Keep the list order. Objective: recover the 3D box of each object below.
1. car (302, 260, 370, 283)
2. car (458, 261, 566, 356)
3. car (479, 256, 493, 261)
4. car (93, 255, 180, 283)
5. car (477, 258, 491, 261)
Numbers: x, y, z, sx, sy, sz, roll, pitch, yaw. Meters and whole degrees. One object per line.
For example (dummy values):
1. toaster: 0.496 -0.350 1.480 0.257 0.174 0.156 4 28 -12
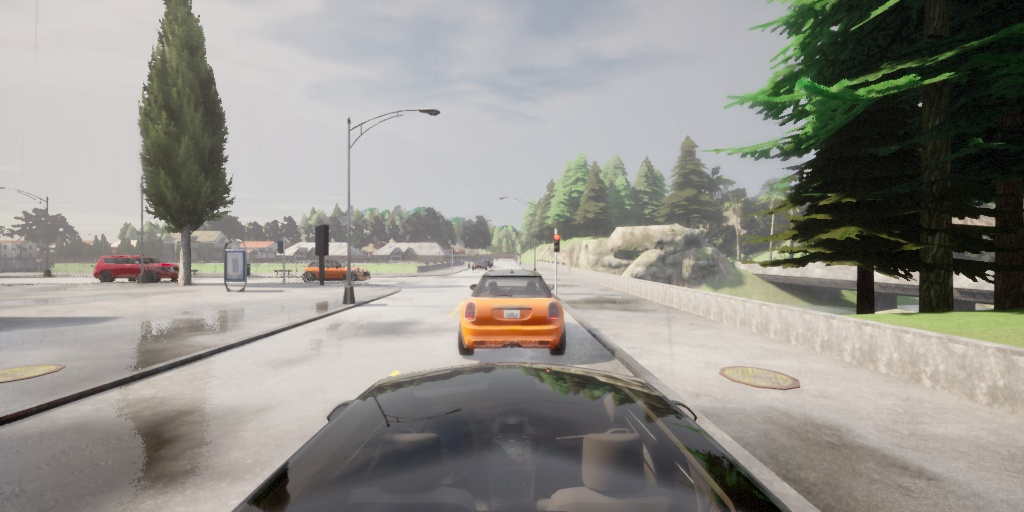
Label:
1. car: -13.204 1.101 27.159 4.553 1.767 2.097 0 0 -1
2. car: -0.001 1.102 8.805 2.097 1.767 4.553 0 0 0
3. car: -4.612 0.971 60.808 2.150 2.045 5.566 0 0 0
4. car: -27.833 0.974 26.954 5.566 2.045 2.150 0 0 -1
5. car: -4.541 1.314 51.212 1.994 1.385 4.181 0 0 0
